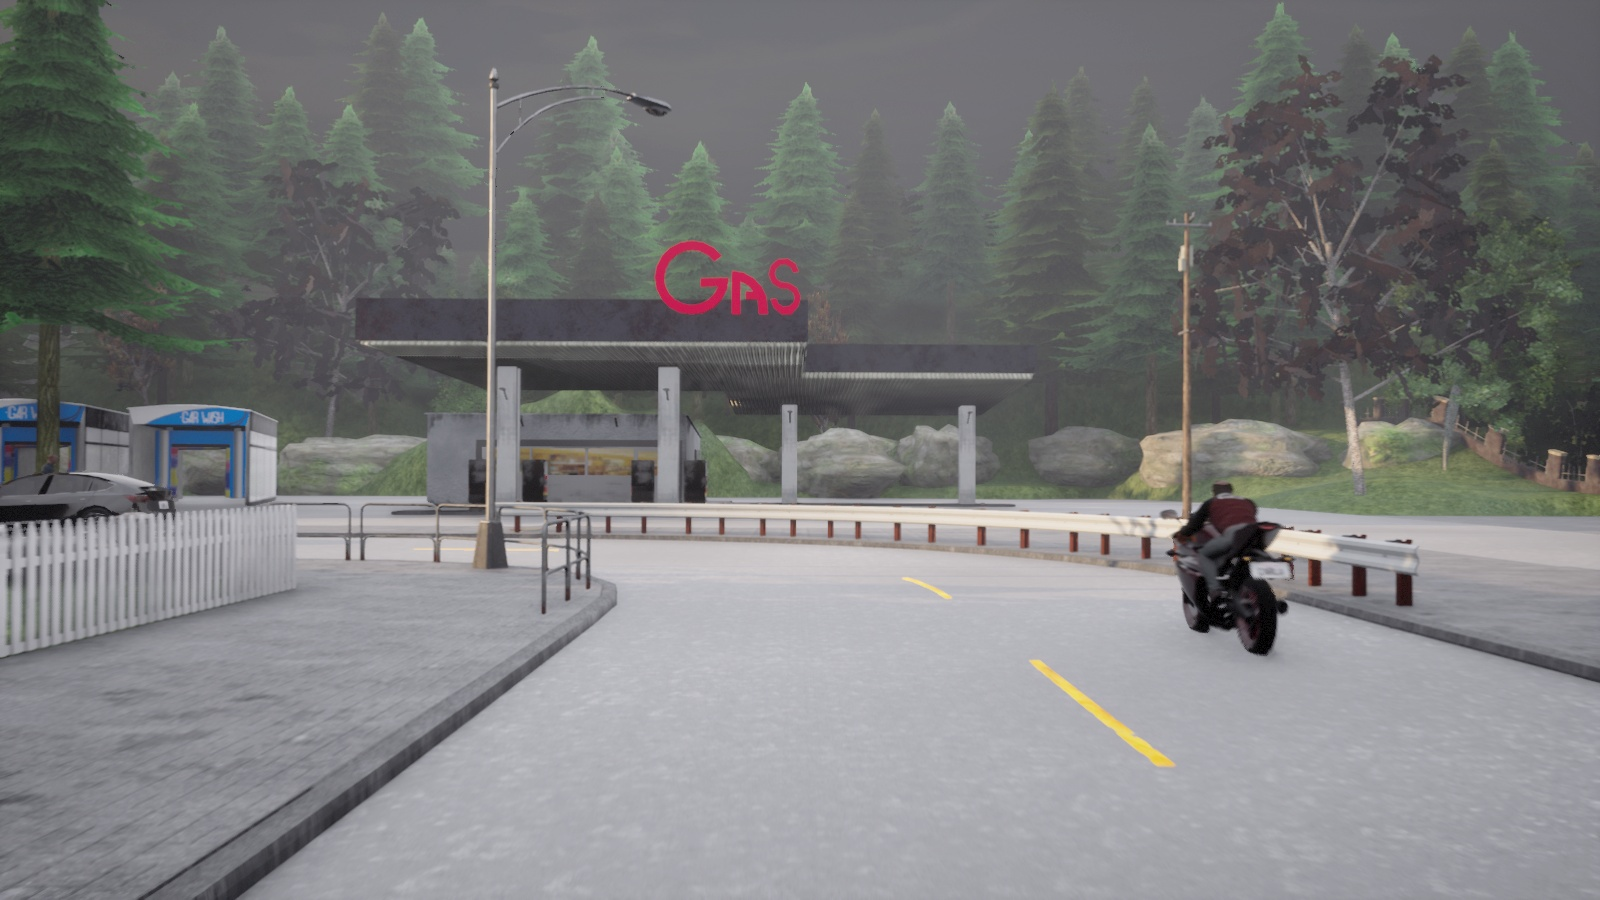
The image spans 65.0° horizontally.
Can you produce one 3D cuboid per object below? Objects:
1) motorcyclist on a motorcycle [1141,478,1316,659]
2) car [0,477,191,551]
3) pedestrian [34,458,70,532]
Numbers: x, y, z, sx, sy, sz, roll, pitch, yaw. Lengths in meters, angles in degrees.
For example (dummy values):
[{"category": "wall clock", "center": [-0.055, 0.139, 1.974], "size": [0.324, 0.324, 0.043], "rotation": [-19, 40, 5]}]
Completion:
[{"category": "motorcyclist on a motorcycle", "center": [3.960, 1.032, 11.818], "size": [0.866, 1.530, 2.191], "rotation": [0, -1, 0]}, {"category": "car", "center": [-15.902, 1.326, 26.743], "size": [4.792, 1.488, 2.163], "rotation": [0, -1, 0]}, {"category": "pedestrian", "center": [-18.747, 1.126, 31.474], "size": [0.726, 1.842, 0.402], "rotation": [0, -1, -24]}]
